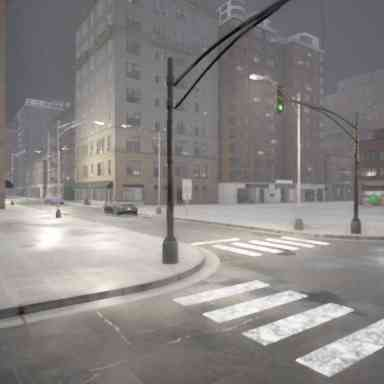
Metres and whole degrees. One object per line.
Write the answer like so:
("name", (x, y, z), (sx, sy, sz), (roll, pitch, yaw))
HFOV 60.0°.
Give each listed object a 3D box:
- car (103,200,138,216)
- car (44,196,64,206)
("car", (-6.607, 1.425, 30.329), (1.994, 1.385, 4.181), (0, 0, -35))
("car", (-20.962, 1.296, 50.464), (2.033, 1.411, 5.357), (0, 0, -35))
